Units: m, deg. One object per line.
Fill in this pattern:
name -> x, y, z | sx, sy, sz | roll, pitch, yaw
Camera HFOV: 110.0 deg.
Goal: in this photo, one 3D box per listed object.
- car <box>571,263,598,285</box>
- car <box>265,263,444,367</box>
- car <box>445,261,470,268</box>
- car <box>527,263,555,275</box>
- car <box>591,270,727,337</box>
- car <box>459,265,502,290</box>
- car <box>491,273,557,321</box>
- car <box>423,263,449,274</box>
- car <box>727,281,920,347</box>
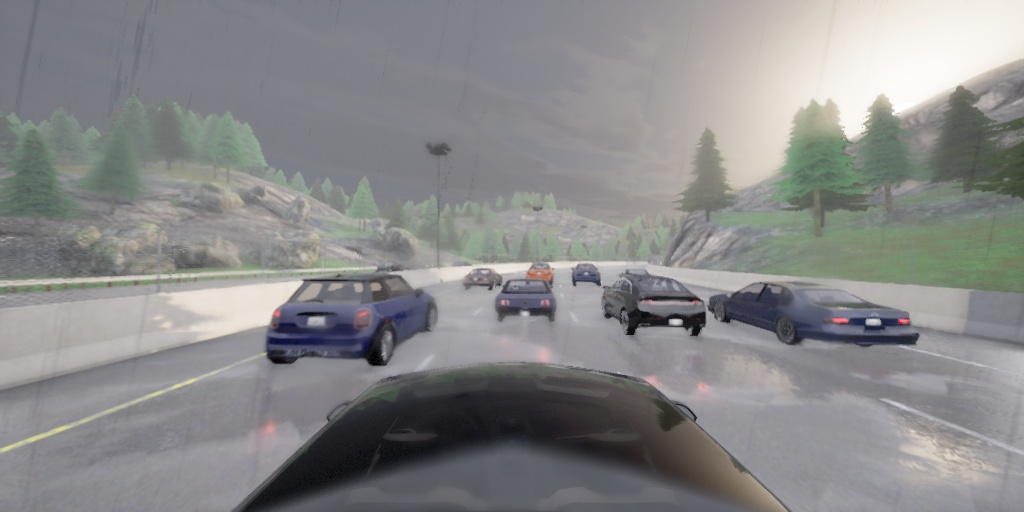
car -> 5.875, 1.367, 28.823 | 2.097, 1.767, 4.553 | 0, -1, 9
car -> -3.227, 1.156, 8.259 | 2.097, 1.767, 4.553 | 0, -1, 3
car -> -7.430, 1.549, 51.517 | 2.097, 1.767, 4.553 | 0, 0, 15
car -> 2.379, 1.362, 29.128 | 2.097, 1.767, 4.553 | 0, -1, 9
car -> 3.915, 1.334, 10.662 | 2.128, 1.511, 4.902 | 0, -1, 4
car -> -1.873, 1.504, 24.305 | 2.033, 1.411, 5.357 | 0, -1, 8
car -> 0.562, 1.457, 12.954 | 1.895, 1.301, 4.718 | 0, -1, 4
car -> -10.975, 1.757, 51.780 | 1.994, 1.385, 4.181 | 0, -1, 15
car -> 7.354, 1.388, 9.653 | 2.033, 1.411, 5.357 | 0, -1, 4
